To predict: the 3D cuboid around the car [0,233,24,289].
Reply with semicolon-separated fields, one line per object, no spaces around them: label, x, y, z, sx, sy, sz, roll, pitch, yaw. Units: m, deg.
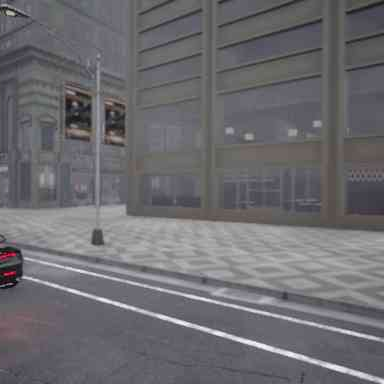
car;-5.866;1.469;7.844;4.892;1.490;1.837;0;0;36
